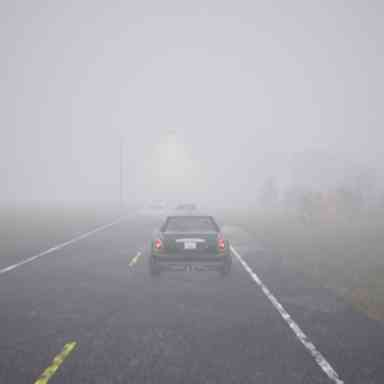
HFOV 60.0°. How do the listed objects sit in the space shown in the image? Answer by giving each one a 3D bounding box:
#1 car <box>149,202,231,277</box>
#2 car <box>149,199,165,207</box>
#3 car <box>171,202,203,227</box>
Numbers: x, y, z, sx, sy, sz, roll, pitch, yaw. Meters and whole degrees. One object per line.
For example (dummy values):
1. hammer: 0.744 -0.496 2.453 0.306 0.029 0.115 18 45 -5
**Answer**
1. car: -0.064 1.342 10.355 2.097 1.767 4.553 0 0 -1
2. car: -4.387 1.553 42.267 1.895 1.301 4.718 0 0 -1
3. car: -0.336 1.523 23.708 2.033 1.411 5.357 0 0 -1
